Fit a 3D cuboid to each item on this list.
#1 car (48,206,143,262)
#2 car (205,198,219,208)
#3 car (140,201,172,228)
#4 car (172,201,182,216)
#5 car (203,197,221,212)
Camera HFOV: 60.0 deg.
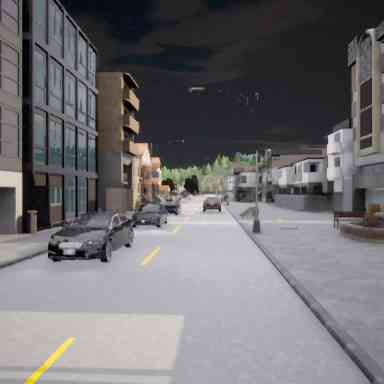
[{"bbox_3d":[-3.459,1.505,12.222,2.128,1.511,4.902,0,0,3],"label":"car"},{"bbox_3d":[2.969,1.655,49.402,1.895,1.301,4.718,0,0,4],"label":"car"},{"bbox_3d":[-2.779,1.529,22.515,1.837,1.490,4.892,0,0,4],"label":"car"},{"bbox_3d":[-2.117,1.584,33.426,2.033,1.411,5.357,0,0,4],"label":"car"},{"bbox_3d":[2.394,1.396,39.556,2.097,1.767,4.553,0,0,4],"label":"car"}]
